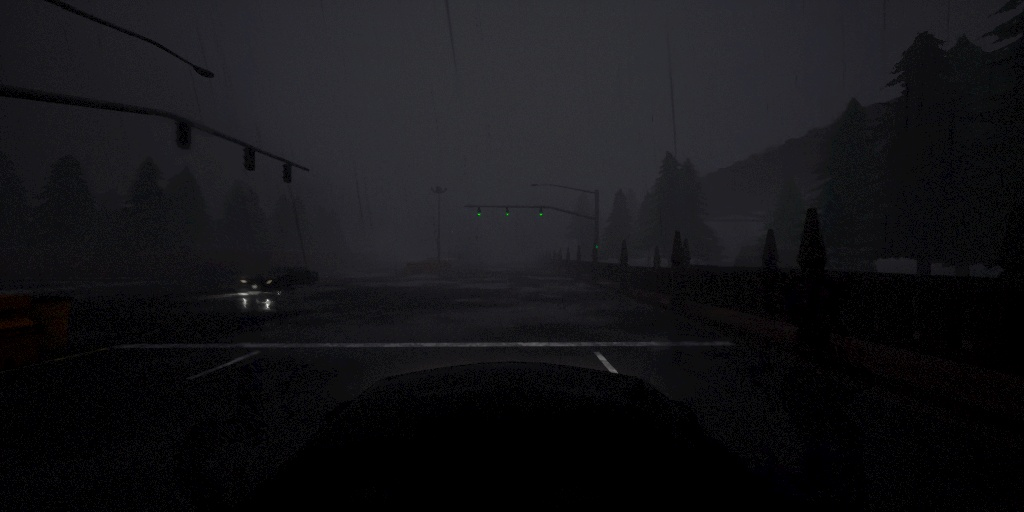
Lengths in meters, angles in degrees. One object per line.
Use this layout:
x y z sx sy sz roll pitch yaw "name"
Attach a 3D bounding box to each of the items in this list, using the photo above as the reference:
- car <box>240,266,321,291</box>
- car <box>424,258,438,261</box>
-14.005 1.316 22.205 2.033 1.411 5.357 0 0 0 "car"
-13.981 1.081 62.069 2.097 1.767 4.553 0 -1 0 "car"
